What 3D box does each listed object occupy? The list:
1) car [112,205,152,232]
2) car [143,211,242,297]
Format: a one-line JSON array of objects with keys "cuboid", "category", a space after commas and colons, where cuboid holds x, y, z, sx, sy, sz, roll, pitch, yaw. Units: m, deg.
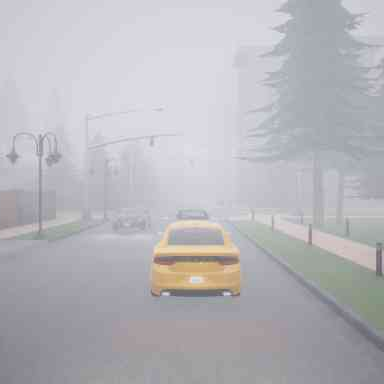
[{"cuboid": [-3.580, 1.529, 20.580, 1.812, 1.442, 4.674, 0, 0, 0], "category": "car"}, {"cuboid": [0.078, 1.478, 8.636, 1.882, 1.535, 5.008, 0, 0, 0], "category": "car"}]
